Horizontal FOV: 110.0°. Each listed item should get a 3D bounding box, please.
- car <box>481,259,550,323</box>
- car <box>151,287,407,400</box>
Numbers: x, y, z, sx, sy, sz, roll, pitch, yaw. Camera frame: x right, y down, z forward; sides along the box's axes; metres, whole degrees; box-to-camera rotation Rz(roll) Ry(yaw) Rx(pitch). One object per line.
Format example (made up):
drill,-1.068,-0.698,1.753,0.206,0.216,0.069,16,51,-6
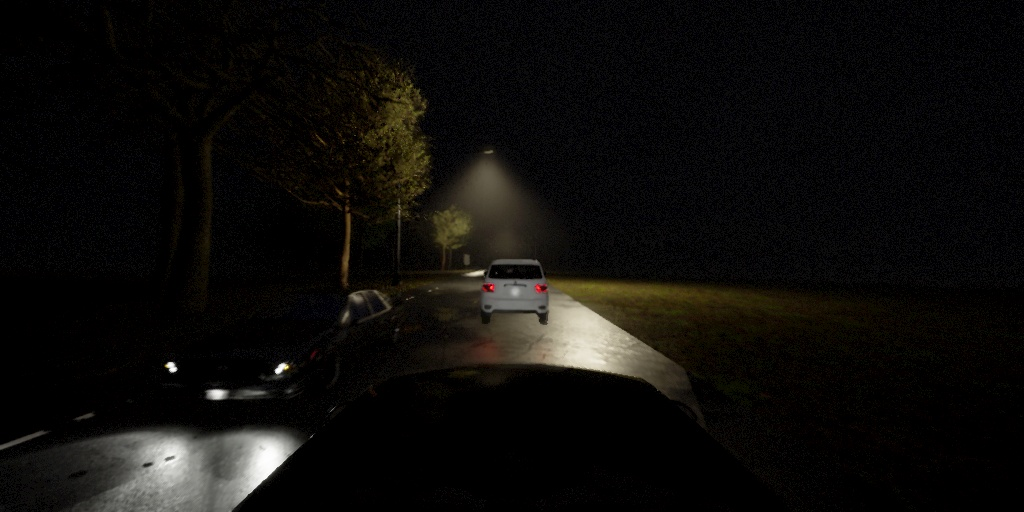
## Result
car,0.109,1.150,13.118,2.150,2.045,5.566,1,-1,0
car,-3.604,1.344,7.043,2.033,1.411,5.357,1,-1,0
